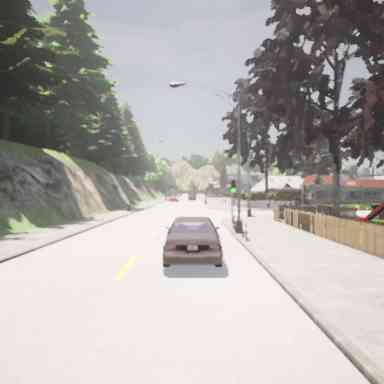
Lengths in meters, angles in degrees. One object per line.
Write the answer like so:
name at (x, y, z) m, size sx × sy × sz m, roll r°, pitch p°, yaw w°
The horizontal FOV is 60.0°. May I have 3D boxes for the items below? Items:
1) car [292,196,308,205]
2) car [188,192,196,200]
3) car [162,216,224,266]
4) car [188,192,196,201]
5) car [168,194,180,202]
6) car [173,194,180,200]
car at (15.792, 1.227, 49.689) m, size 1.994 × 1.381 × 4.181 m, roll 0°, pitch 0°, yaw 0°
car at (0.011, 1.081, 91.449) m, size 2.150 × 2.045 × 5.566 m, roll 0°, pitch 0°, yaw 0°
car at (0.024, 1.531, 11.368) m, size 2.033 × 1.411 × 5.357 m, roll 0°, pitch 0°, yaw 0°
car at (0.010, 1.423, 81.546) m, size 1.994 × 1.385 × 4.181 m, roll 0°, pitch 0°, yaw 0°
car at (-3.992, 1.252, 70.546) m, size 2.097 × 1.767 × 4.553 m, roll 0°, pitch 0°, yaw 0°
car at (-3.990, 1.383, 86.159) m, size 1.812 × 1.442 × 4.674 m, roll 0°, pitch 0°, yaw 0°
